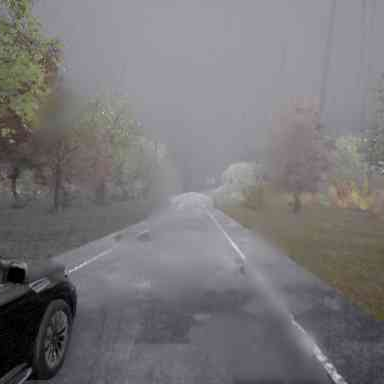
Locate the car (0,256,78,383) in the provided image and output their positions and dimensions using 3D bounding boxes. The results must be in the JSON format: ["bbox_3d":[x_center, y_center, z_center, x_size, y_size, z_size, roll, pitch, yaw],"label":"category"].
[{"bbox_3d":[-2.763,1.216,2.349,2.150,2.045,5.566,0,0,2],"label":"car"}]
